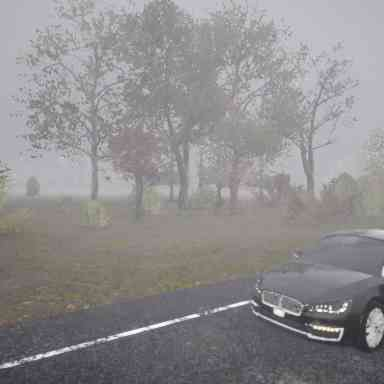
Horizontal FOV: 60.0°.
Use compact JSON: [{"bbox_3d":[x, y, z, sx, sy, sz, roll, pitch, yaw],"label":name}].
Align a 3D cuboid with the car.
[{"bbox_3d":[3.261,1.507,6.226,4.892,1.490,1.837,0,0,-35],"label":"car"}]
